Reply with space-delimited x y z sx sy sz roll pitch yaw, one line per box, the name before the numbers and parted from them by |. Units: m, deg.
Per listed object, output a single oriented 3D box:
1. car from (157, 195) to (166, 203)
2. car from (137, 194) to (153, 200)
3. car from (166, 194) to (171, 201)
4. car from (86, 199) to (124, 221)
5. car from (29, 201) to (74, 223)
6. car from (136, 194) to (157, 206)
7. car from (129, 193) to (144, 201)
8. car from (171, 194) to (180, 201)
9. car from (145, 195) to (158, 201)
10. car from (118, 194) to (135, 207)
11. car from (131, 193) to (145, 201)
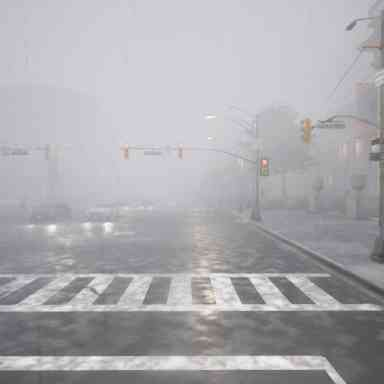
car | -7.184 1.476 68.968 1.882 1.535 5.008 0 0 0
car | -13.276 1.426 94.429 1.882 1.535 5.008 0 0 -43
car | -7.713 1.594 85.813 1.895 1.301 4.718 0 0 -25
car | -7.131 1.525 26.992 1.812 1.442 4.674 0 0 0
car | -10.642 1.504 25.585 1.837 1.490 4.892 0 0 0
car | -7.185 1.477 53.297 1.882 1.535 5.008 0 0 0
car | -13.741 1.223 82.171 2.150 2.045 5.566 0 0 -25
car | -5.062 1.354 88.302 2.097 1.767 4.553 0 0 -29
car | -10.103 1.476 82.554 1.882 1.535 5.008 0 0 -21
car | -10.681 1.477 51.938 1.882 1.535 5.008 0 0 0
car | -10.669 1.220 68.565 2.150 2.045 5.566 0 0 0
